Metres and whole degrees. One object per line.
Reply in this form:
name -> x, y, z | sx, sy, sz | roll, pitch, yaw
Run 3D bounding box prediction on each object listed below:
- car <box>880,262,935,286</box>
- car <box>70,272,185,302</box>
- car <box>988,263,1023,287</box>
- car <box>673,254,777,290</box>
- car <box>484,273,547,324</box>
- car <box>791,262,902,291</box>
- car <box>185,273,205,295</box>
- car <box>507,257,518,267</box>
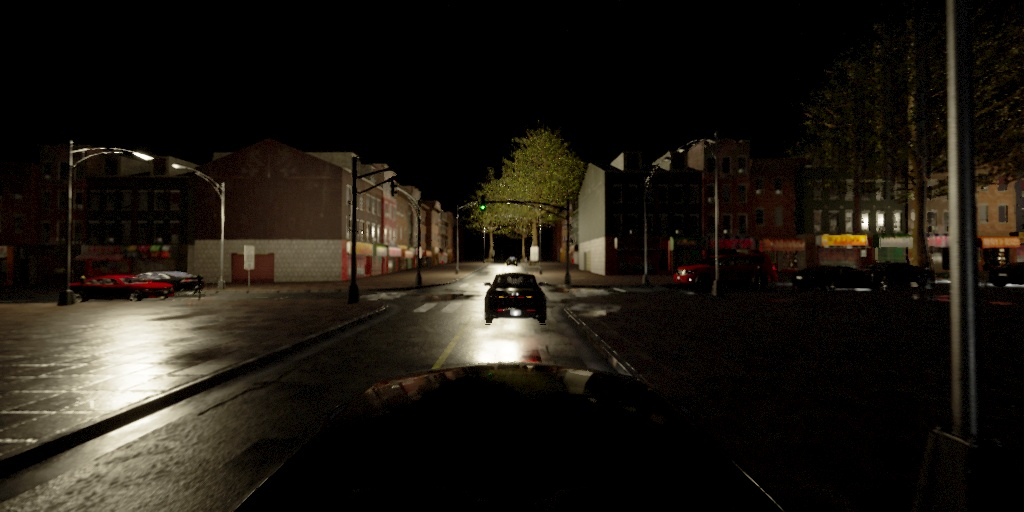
car -> 22.598, 1.081, 21.669 | 4.674, 1.442, 1.812 | -1, -1, 0
car -> -20.366, 1.688, 18.765 | 4.507, 1.381, 1.888 | 0, 0, 0
car -> 28.020, 1.000, 18.944 | 4.313, 1.339, 1.948 | 0, 0, 0
car -> 12.789, 0.918, 21.643 | 5.566, 2.045, 2.150 | -1, -1, 0
car -> 0.097, 1.309, 12.185 | 1.837, 1.490, 4.892 | 0, 0, 0
car -> 17.216, 1.153, 18.904 | 4.313, 1.339, 1.948 | 0, 0, 0
car -> -21.340, 1.695, 21.510 | 4.902, 1.511, 2.128 | -1, -1, 0
car -> 0.018, 1.173, 63.528 | 1.895, 1.301, 4.718 | 0, 1, 0
